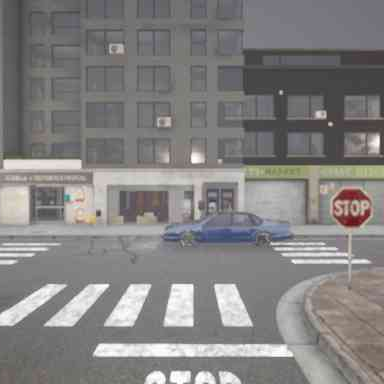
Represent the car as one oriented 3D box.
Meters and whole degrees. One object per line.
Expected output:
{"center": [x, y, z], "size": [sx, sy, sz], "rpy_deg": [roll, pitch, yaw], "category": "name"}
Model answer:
{"center": [1.479, 1.522, 14.092], "size": [5.357, 1.411, 2.033], "rpy_deg": [0, 0, 0], "category": "car"}
